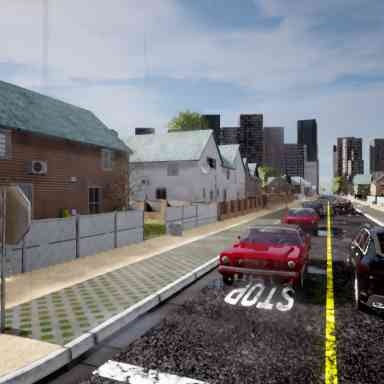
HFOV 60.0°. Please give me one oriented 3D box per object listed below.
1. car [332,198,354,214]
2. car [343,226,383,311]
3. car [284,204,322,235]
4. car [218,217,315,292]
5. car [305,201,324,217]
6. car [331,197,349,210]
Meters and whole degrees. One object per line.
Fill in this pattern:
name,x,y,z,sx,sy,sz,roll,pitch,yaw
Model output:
car,15.905,1.504,34.987,2.128,1.511,4.902,0,0,23
car,4.534,1.507,7.352,1.837,1.490,4.892,0,0,22
car,6.256,1.610,19.063,1.895,1.301,4.718,0,0,22
car,2.231,1.607,9.243,1.895,1.301,4.718,0,0,22
car,11.458,1.578,31.705,1.994,1.385,4.181,0,0,23
car,19.797,1.508,44.597,2.128,1.511,4.902,0,0,22
